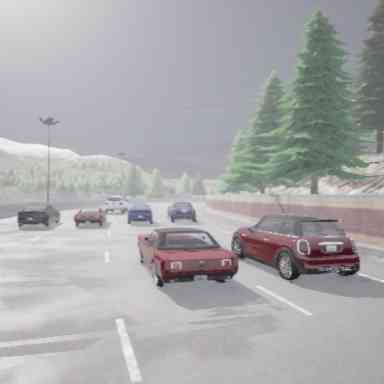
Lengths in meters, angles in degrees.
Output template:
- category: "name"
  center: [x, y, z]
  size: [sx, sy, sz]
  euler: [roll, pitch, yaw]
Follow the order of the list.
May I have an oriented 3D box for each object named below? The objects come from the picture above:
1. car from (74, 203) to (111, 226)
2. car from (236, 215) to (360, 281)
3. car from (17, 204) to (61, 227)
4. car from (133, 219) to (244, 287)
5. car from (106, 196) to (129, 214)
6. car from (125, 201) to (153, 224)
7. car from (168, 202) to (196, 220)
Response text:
- category: "car"
  center: [-7.368, 1.762, 24.571]
  size: [1.895, 1.301, 4.718]
  euler: [1, -1, -10]
- category: "car"
  center: [2.989, 1.491, 10.644]
  size: [2.097, 1.767, 4.553]
  euler: [1, -1, -17]
- category: "car"
  center: [-10.734, 1.592, 23.648]
  size: [1.882, 1.535, 5.008]
  euler: [1, -1, -10]
- category: "car"
  center: [-0.425, 1.692, 9.712]
  size: [1.895, 1.301, 4.718]
  euler: [1, -1, -17]
- category: "car"
  center: [-9.059, 1.520, 40.552]
  size: [2.150, 2.045, 5.566]
  euler: [1, -1, -3]
- category: "car"
  center: [-4.226, 1.698, 27.186]
  size: [1.882, 1.535, 5.008]
  euler: [1, -1, -9]
- category: "car"
  center: [-0.943, 1.627, 29.048]
  size: [2.097, 1.767, 4.553]
  euler: [1, -1, -8]
